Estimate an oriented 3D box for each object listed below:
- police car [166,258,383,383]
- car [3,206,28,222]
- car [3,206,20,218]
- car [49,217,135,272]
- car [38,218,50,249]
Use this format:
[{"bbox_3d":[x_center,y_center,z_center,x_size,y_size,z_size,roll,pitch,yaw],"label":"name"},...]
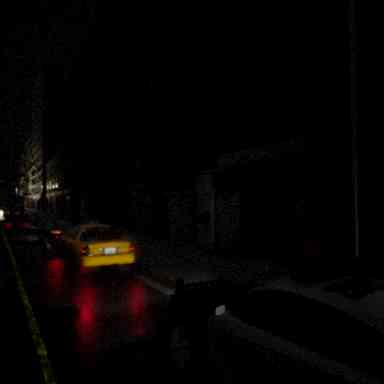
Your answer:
[{"bbox_3d":[1.385,1.557,3.599,1.930,1.638,5.238,2,-2,-31],"label":"police car"},{"bbox_3d":[-19.534,2.355,36.976,2.097,1.767,4.553,2,-2,-31],"label":"car"},{"bbox_3d":[-25.877,2.771,47.548,1.882,1.535,5.008,2,-2,-31],"label":"car"},{"bbox_3d":[-3.779,1.809,12.255,1.801,1.575,5.366,2,-2,-31],"label":"car"},{"bbox_3d":[-6.754,2.009,17.242,1.812,1.442,4.674,2,-2,-31],"label":"car"}]
